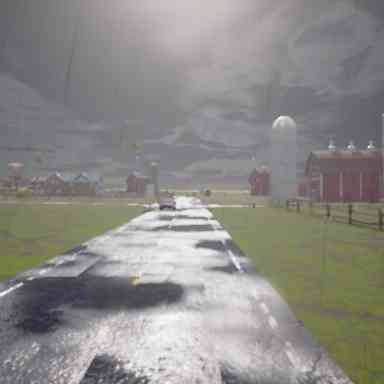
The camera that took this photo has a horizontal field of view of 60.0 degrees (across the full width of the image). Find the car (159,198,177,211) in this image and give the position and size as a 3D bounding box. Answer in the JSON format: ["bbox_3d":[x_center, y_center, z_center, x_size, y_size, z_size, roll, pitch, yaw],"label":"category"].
[{"bbox_3d":[-2.758,1.405,39.068,2.033,1.411,5.357,0,0,0],"label":"car"}]
